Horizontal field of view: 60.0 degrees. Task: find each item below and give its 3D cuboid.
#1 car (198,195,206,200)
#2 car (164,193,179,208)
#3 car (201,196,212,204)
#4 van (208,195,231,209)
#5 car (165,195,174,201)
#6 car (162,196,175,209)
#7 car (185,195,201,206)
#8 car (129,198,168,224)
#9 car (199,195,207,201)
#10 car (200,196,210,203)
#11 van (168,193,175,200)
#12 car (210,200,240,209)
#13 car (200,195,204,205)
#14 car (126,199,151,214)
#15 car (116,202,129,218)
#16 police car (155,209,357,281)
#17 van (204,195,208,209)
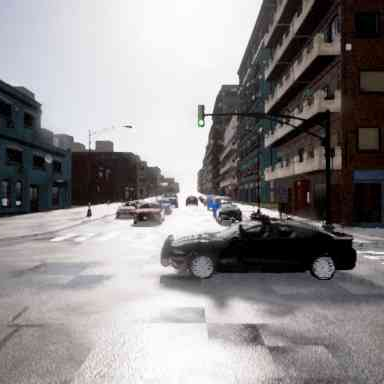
[{"bbox_3d":[2.670,1.466,91.600,2.008,1.369,4.403,1,0,0],"label":"car"},{"bbox_3d":[-3.095,1.201,47.922,2.150,2.045,5.566,0,0,0],"label":"car"},{"bbox_3d":[2.679,1.526,63.695,1.947,1.339,4.313,1,0,0],"label":"car"},{"bbox_3d":[2.693,1.331,30.210,1.690,1.788,3.998,1,0,0],"label":"van"},{"bbox_3d":[-5.709,1.491,85.974,1.947,1.339,4.313,1,0,0],"label":"car"},{"bbox_3d":[-3.099,1.465,34.595,1.882,1.535,5.008,0,0,0],"label":"car"},{"bbox_3d":[-0.020,1.323,54.501,2.097,1.767,4.553,0,0,0],"label":"car"},{"bbox_3d":[-3.098,1.471,24.683,1.882,1.535,5.008,0,0,0],"label":"car"},{"bbox_3d":[2.674,1.479,80.438,1.887,1.381,4.507,1,0,0],"label":"car"},{"bbox_3d":[2.677,1.518,69.276,1.947,1.339,4.313,1,0,0],"label":"car"},{"bbox_3d":[-5.706,1.256,91.554,1.690,1.788,3.998,1,0,0],"label":"van"},{"bbox_3d":[2.692,1.544,24.631,2.008,1.369,4.403,1,0,0],"label":"car"},{"bbox_3d":[2.683,1.498,52.703,1.752,1.417,4.829,1,0,0],"label":"car"},{"bbox_3d":[-5.692,1.532,35.753,1.887,1.381,4.507,1,0,0],"label":"car"},{"bbox_3d":[-5.691,1.572,30.172,1.802,1.307,4.206,1,0,0],"label":"car"},{"bbox_3d":[1.775,1.427,9.307,5.238,1.638,1.930,0,0,1],"label":"police car"},{"bbox_3d":[2.690,1.324,41.373,1.690,1.788,3.998,1,0,0],"label":"van"}]
